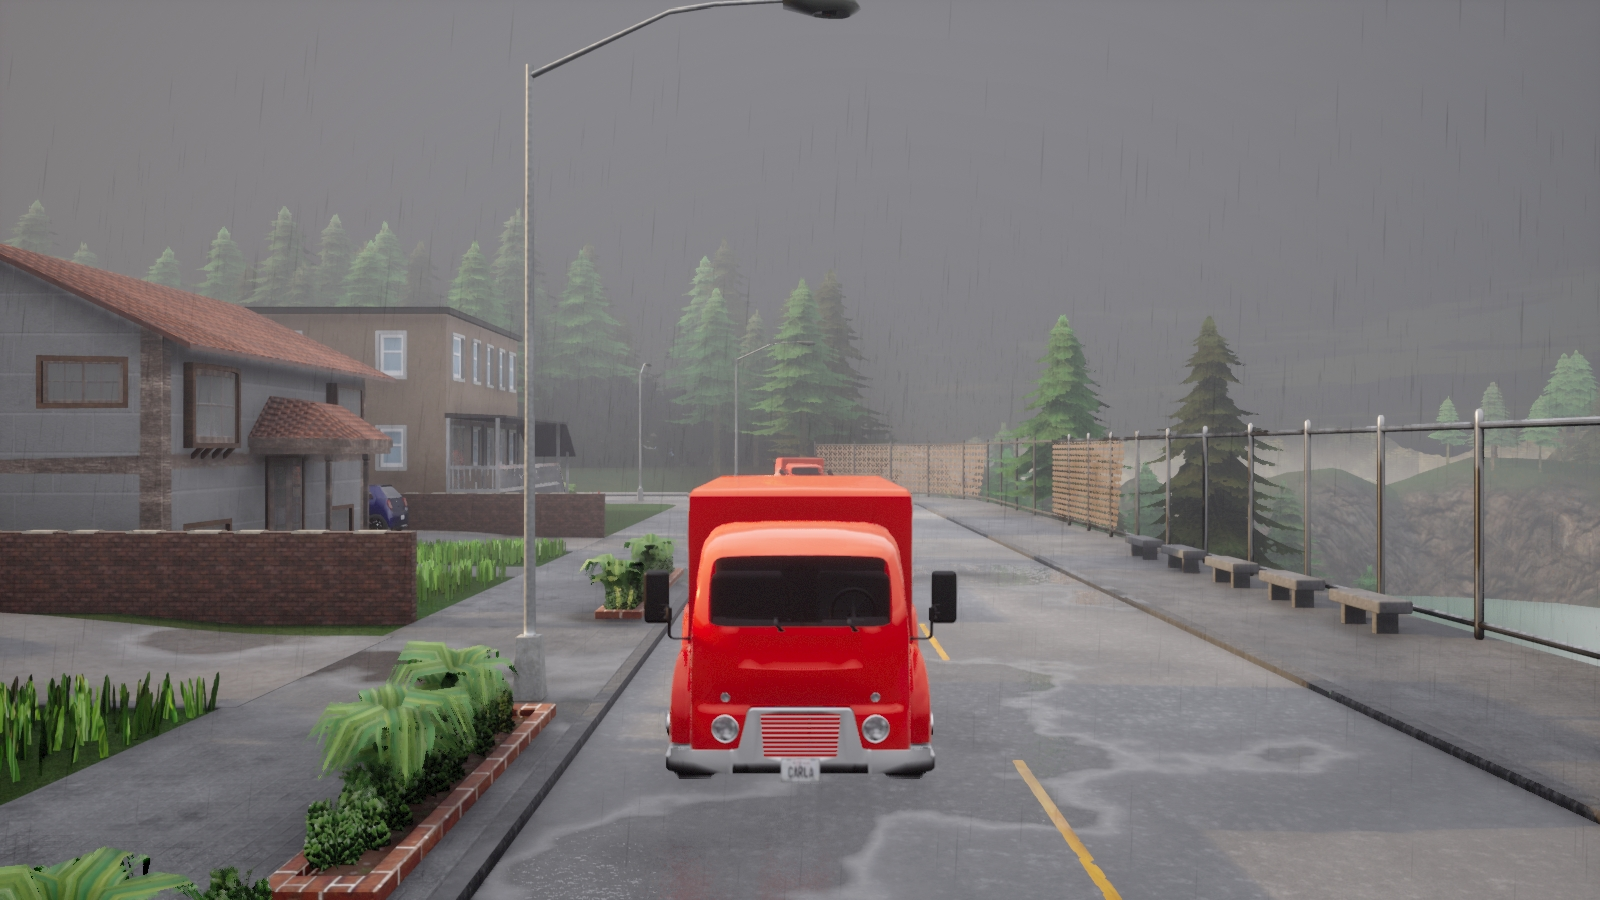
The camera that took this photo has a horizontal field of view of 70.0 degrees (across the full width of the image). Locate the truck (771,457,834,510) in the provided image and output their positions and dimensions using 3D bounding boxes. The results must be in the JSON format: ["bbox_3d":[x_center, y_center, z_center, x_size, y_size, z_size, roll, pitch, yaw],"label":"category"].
[{"bbox_3d":[0.061,1.607,56.377,2.627,2.467,5.204,0,0,-6],"label":"truck"}]

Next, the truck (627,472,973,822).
[{"bbox_3d":[0.000,1.556,11.323,2.627,2.467,5.204,0,1,0],"label":"truck"}]
